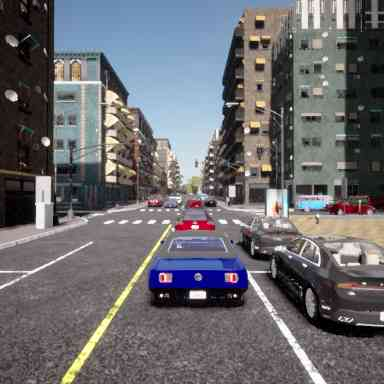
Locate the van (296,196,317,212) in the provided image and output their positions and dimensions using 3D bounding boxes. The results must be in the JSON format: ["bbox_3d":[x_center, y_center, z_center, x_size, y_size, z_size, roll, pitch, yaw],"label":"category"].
[{"bbox_3d":[13.863,1.296,37.514,3.998,1.788,1.690,0,0,1],"label":"van"}]

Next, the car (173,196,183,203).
[{"bbox_3d":[-2.827,1.591,68.652,1.994,1.385,4.181,0,0,0],"label":"car"}]

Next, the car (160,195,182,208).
[{"bbox_3d":[-2.974,1.565,48.709,2.033,1.411,5.357,0,0,1],"label":"car"}]

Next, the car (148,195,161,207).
[{"bbox_3d":[-5.541,1.334,50.786,2.192,1.841,5.009,1,0,0],"label":"car"}]

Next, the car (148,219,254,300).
[{"bbox_3d":[0.121,1.603,8.347,1.895,1.301,4.718,0,0,0],"label":"car"}]

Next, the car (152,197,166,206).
[{"bbox_3d":[-5.530,1.566,56.357,1.887,1.381,4.507,1,0,0],"label":"car"}]

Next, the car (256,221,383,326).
[{"bbox_3d":[2.848,1.553,6.961,2.008,1.369,4.403,1,0,0],"label":"car"}]

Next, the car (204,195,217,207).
[{"bbox_3d":[2.835,1.585,50.724,1.947,1.339,4.313,1,0,0],"label":"car"}]

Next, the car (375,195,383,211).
[{"bbox_3d":[19.390,1.228,37.460,5.009,1.841,2.192,0,0,1],"label":"car"}]

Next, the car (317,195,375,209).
[{"bbox_3d":[16.053,1.251,34.910,4.553,1.767,2.097,-1,-1,1],"label":"car"}]

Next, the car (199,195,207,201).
[{"bbox_3d":[2.938,1.581,89.721,1.887,1.381,4.507,1,0,0],"label":"car"}]

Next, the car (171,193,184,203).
[{"bbox_3d":[-2.923,1.244,58.710,2.150,2.045,5.566,0,0,1],"label":"car"}]

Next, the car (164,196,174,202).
[{"bbox_3d":[-5.471,1.597,78.641,1.947,1.339,4.313,1,0,0],"label":"car"}]

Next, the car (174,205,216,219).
[{"bbox_3d":[0.140,1.570,17.210,1.994,1.385,4.181,0,0,0],"label":"car"}]

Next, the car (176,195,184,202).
[{"bbox_3d":[-2.791,1.532,79.061,1.837,1.490,4.892,0,0,0],"label":"car"}]

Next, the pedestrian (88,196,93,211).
[{"bbox_3d":[-12.421,1.347,40.729,0.375,1.860,0.375,0,0,1],"label":"pedestrian"}]

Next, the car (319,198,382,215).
[{"bbox_3d":[13.780,1.413,29.133,4.206,1.307,1.802,0,0,1],"label":"car"}]

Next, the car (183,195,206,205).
[{"bbox_3d":[0.299,1.553,43.746,1.812,1.442,4.674,-1,1,-7],"label":"car"}]

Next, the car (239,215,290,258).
[{"bbox_3d":[2.863,1.555,12.530,2.008,1.369,4.403,1,0,0],"label":"car"}]
